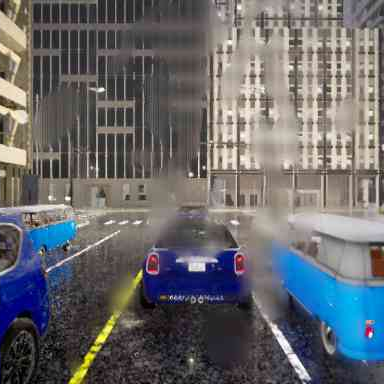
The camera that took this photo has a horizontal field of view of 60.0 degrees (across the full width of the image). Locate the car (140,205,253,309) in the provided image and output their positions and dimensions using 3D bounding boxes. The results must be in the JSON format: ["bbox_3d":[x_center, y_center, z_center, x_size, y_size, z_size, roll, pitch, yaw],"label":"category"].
[{"bbox_3d":[0.083,1.353,8.031,2.097,1.767,4.553,0,0,0],"label":"car"}]

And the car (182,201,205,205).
[{"bbox_3d":[0.085,1.355,18.057,2.097,1.767,4.553,0,0,0],"label":"car"}]

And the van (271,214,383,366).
[{"bbox_3d":[2.558,1.341,5.658,1.690,1.788,3.998,0,0,0],"label":"van"}]

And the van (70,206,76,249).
[{"bbox_3d":[-5.335,1.342,11.325,1.690,1.788,3.998,0,0,0],"label":"van"}]

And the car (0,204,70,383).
[{"bbox_3d":[-2.847,1.222,1.958,2.150,2.045,5.566,0,0,0],"label":"car"}]

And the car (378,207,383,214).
[{"bbox_3d":[18.980,1.483,29.080,4.829,1.417,1.752,0,0,0],"label":"car"}]
